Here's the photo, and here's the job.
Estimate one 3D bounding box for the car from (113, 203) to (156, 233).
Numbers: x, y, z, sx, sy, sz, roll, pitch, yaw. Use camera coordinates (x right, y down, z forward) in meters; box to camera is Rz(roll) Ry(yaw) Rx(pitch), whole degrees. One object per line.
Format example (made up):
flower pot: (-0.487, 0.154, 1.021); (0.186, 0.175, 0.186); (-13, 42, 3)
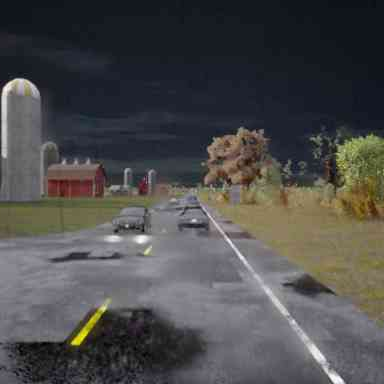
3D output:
car: (-3.569, 1.637, 20.648); (1.837, 1.490, 4.892); (0, 0, 0)

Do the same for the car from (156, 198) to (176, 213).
car: (-3.524, 1.757, 41.893); (2.128, 1.511, 4.902); (0, 0, 0)

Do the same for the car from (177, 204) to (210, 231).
car: (0.133, 1.704, 21.907); (1.994, 1.385, 4.181); (0, 0, 0)

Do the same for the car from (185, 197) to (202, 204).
car: (0.163, 1.760, 42.376); (2.128, 1.511, 4.902); (0, 0, 0)

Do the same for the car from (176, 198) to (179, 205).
car: (-3.410, 1.927, 63.079); (1.812, 1.442, 4.674); (0, -1, 0)

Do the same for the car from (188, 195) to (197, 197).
car: (0.101, 1.658, 69.091); (2.150, 2.045, 5.566); (0, 0, 0)
